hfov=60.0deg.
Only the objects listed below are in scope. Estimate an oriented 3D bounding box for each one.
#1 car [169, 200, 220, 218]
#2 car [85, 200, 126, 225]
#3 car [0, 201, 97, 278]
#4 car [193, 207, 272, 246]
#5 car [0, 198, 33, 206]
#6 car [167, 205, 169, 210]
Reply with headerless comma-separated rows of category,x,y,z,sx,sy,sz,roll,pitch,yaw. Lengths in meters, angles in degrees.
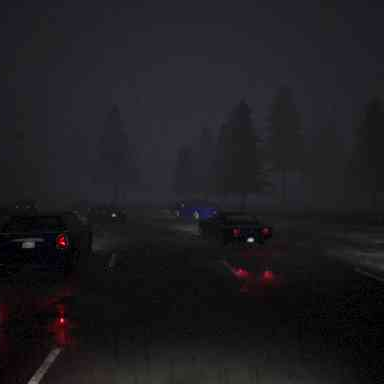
car,0.385,1.430,27.158,1.882,1.535,5.008,0,0,-32
car,-6.287,1.539,24.173,1.994,1.385,4.181,0,0,-31
car,-4.434,1.345,10.422,2.097,1.767,4.553,0,0,-9
car,1.720,1.571,15.149,1.895,1.301,4.718,0,0,-15
car,-15.723,1.341,29.947,4.553,1.767,2.097,0,0,41
car,-0.415,1.489,34.745,2.033,1.411,5.357,0,0,-40
